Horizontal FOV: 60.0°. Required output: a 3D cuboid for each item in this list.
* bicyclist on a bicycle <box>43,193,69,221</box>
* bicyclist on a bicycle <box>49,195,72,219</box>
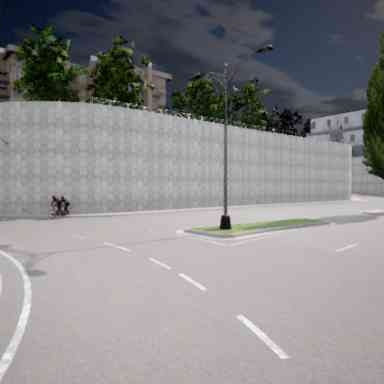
[{"bbox_3d":[-9.619,1.031,23.628,0.582,1.620,1.656,0,10,21],"label":"bicyclist on a bicycle"},{"bbox_3d":[-9.030,1.071,23.423,0.582,1.620,1.656,10,10,23],"label":"bicyclist on a bicycle"}]
